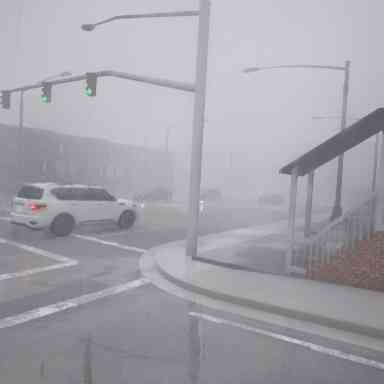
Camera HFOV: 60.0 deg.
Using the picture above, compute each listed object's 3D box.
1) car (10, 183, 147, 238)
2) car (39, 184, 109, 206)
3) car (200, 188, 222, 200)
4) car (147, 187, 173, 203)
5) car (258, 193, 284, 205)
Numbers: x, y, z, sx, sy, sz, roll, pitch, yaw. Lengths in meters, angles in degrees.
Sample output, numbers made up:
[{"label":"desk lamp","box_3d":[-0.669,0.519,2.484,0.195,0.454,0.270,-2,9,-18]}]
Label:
[{"label":"car","box_3d":[-4.844,0.672,14.556,2.150,2.045,5.566,5,3,36]},{"label":"car","box_3d":[-9.293,0.225,26.675,2.128,1.511,4.902,5,3,36]},{"label":"car","box_3d":[1.988,0.244,42.303,1.837,1.490,4.892,5,3,36]},{"label":"car","box_3d":[-3.950,0.241,34.089,1.837,1.490,4.892,5,3,36]},{"label":"car","box_3d":[9.683,0.785,40.742,1.994,1.385,4.181,5,3,36]}]
